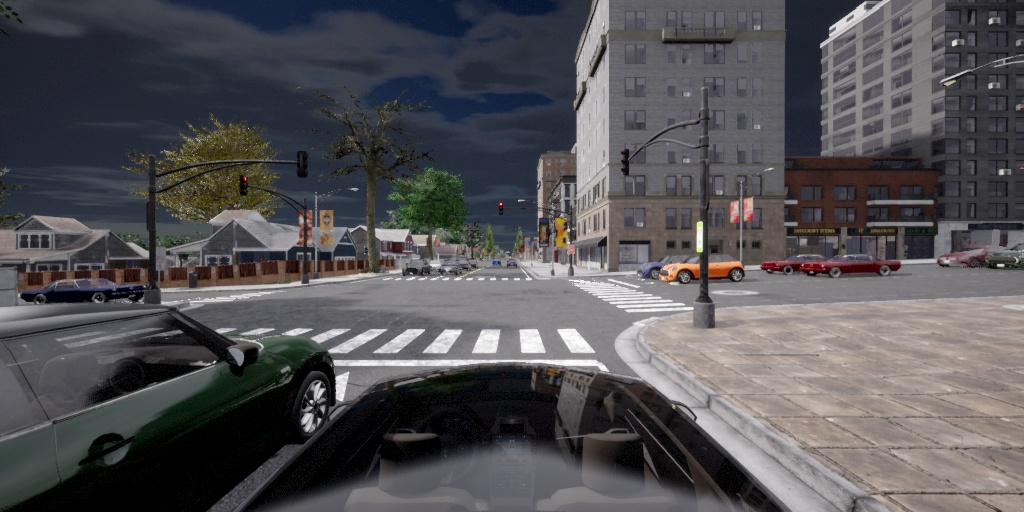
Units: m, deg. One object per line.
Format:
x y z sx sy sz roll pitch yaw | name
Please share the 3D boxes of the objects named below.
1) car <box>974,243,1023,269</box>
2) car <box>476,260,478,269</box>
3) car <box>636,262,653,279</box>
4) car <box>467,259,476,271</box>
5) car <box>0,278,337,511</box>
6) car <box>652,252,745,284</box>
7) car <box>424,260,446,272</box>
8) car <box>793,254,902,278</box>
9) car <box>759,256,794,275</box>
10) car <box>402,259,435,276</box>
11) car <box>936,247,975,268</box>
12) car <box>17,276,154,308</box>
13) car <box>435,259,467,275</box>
31.882 -0.096 21.769 4.553 1.767 2.097 -2 0 0 | car
-6.658 1.321 59.589 1.837 1.490 4.892 0 0 0 | car
11.099 0.679 25.015 4.553 1.767 2.097 -2 0 2 | car
-6.656 1.335 49.243 2.033 1.411 5.357 0 0 0 | car
-3.152 1.102 2.461 2.097 1.767 4.553 0 0 0 | car
11.353 0.680 21.695 4.553 1.767 2.097 -2 0 0 | car
-9.903 1.307 46.430 1.812 1.442 4.674 0 0 0 | car
20.337 0.584 21.730 4.718 1.301 1.895 -2 0 0 | car
20.096 0.583 24.979 4.718 1.301 1.895 -2 0 0 | car
-9.889 1.120 37.446 2.097 1.767 4.553 0 0 0 | car
32.661 0.039 25.017 4.674 1.442 1.812 -2 0 0 | car
-21.636 1.806 18.338 4.718 1.301 1.895 -2 0 0 | car
-6.639 1.262 39.525 2.128 1.511 4.902 0 0 0 | car
